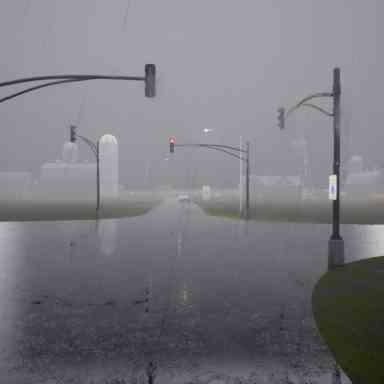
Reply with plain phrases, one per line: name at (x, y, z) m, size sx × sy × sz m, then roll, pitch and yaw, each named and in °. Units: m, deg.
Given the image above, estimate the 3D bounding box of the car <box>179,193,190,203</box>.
car at (-1.499, 1.553, 69.868) m, size 1.812 × 1.442 × 4.674 m, roll 0°, pitch 0°, yaw -3°

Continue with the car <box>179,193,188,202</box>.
car at (-2.081, 1.188, 79.902) m, size 2.150 × 2.045 × 5.566 m, roll 0°, pitch 0°, yaw -4°
